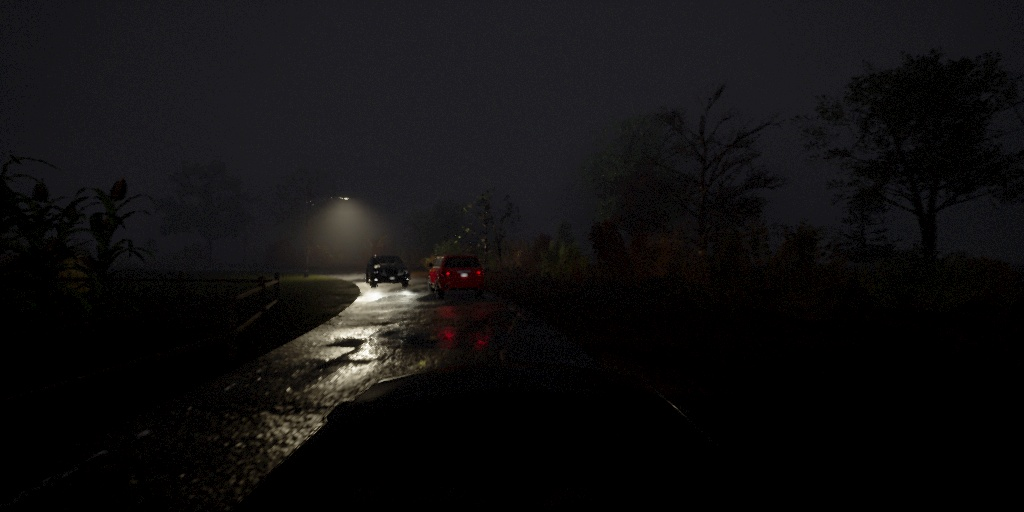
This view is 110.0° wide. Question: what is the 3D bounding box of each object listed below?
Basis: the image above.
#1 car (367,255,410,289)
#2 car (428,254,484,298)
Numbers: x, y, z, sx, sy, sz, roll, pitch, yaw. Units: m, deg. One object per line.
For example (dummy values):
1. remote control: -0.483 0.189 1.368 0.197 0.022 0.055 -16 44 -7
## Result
1. car: -8.276 0.950 23.628 2.150 2.045 5.566 0 0 -26
2. car: -2.989 0.943 18.482 2.150 2.045 5.566 0 0 -19
